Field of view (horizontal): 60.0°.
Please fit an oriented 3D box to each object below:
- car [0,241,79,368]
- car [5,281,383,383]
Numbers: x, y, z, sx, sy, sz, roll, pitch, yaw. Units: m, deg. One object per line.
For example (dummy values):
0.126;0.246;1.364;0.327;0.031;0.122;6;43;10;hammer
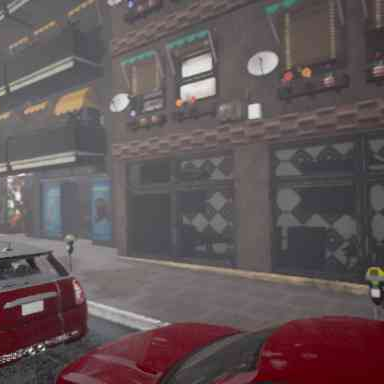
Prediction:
-3.577;1.499;5.310;4.097;1.590;1.967;-1;-2;36;car
0.921;1.548;2.088;4.507;1.381;1.887;-1;-2;36;car
